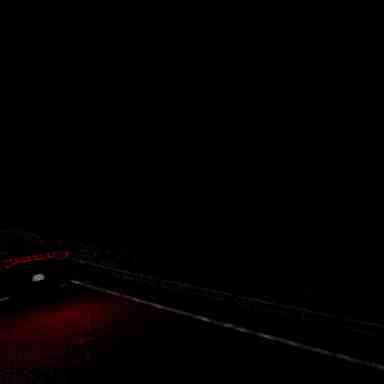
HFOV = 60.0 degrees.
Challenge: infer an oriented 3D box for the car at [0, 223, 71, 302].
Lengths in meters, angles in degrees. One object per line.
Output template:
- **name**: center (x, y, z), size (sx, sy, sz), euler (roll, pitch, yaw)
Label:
- **car**: center (-4.870, 1.486, 7.908), size (5.008, 1.535, 1.882), euler (0, 0, 39)
